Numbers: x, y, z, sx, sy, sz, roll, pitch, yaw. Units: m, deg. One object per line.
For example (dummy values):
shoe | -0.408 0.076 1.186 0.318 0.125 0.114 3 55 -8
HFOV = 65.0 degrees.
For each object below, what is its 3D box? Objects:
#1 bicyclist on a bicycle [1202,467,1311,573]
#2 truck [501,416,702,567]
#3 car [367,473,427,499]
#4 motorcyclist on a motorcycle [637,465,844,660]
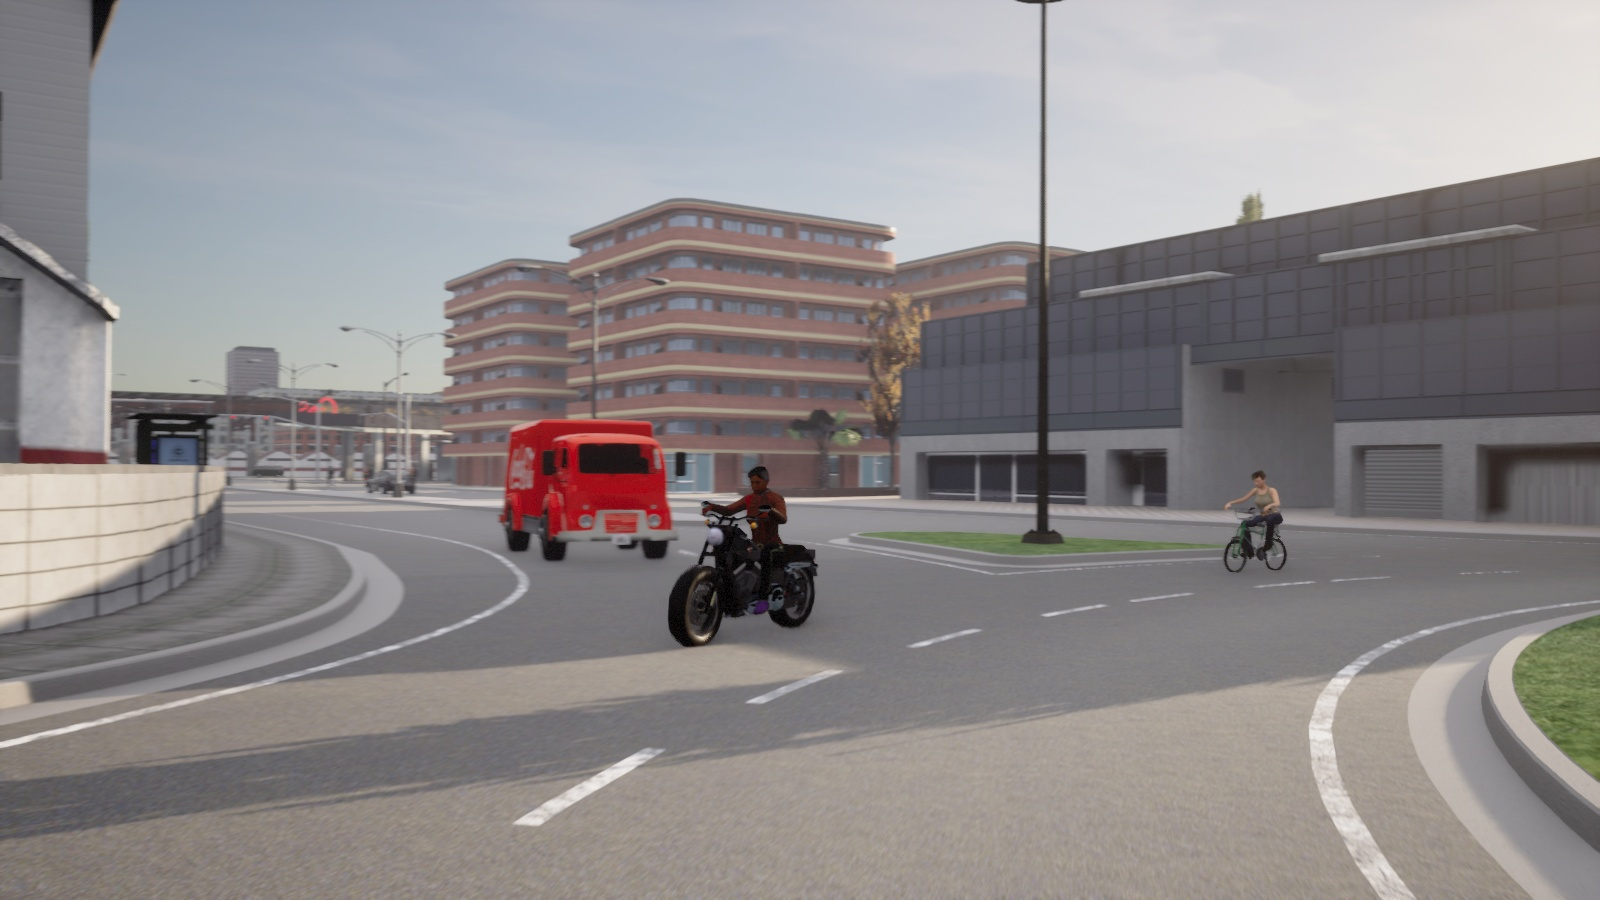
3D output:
bicyclist on a bicycle | 7.245 1.073 19.914 1.509 1.612 0.866 1 -1 -32
truck | -3.859 0.728 23.459 2.627 2.467 5.204 0 -1 -22
car | -24.374 2.131 75.816 2.163 1.488 4.792 1 -1 -34
motorcyclist on a motorcycle | -0.497 0.965 11.840 0.766 1.649 2.350 0 -1 31
